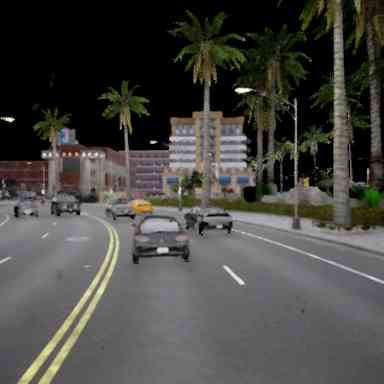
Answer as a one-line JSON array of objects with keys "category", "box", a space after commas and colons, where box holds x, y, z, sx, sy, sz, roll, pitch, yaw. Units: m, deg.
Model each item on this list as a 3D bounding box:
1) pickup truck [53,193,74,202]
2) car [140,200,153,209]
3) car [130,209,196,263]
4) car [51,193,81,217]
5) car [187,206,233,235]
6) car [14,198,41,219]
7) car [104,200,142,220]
[{"category": "pickup truck", "box": [-30.916, 1.335, 80.251, 2.390, 2.098, 6.274, 0, 0, 1]}, {"category": "car", "box": [-5.747, 1.561, 35.544, 1.882, 1.535, 5.008, 0, 0, -28]}, {"category": "car", "box": [-1.213, 1.552, 12.054, 1.812, 1.442, 4.674, 0, 0, -9]}, {"category": "car", "box": [-12.752, 1.326, 33.480, 2.150, 2.045, 5.566, 0, -1, -31]}, {"category": "car", "box": [0.798, 1.523, 18.991, 2.128, 1.511, 4.902, 0, 0, -14]}, {"category": "car", "box": [-15.444, 1.598, 31.046, 2.128, 1.511, 4.902, 0, 0, -29]}, {"category": "car", "box": [-6.284, 1.621, 28.887, 2.033, 1.411, 5.357, 0, 0, -24]}]
